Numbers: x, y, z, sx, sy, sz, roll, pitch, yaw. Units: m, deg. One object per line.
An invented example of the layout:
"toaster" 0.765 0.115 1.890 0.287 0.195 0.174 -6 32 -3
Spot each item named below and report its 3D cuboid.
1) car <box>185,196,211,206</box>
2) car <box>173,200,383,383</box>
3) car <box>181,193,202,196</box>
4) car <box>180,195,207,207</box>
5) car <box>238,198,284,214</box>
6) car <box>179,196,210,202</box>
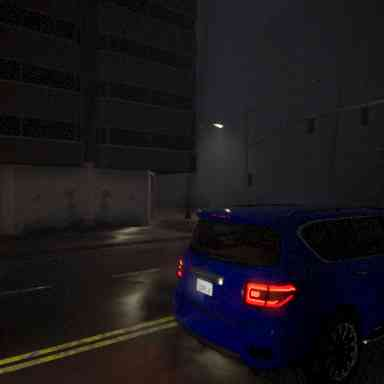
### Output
"car" 1.029 1.478 57.832 1.882 1.535 5.008 0 0 -36
"car" 2.348 1.221 5.483 5.566 2.045 2.150 0 0 -35
"car" 0.339 1.223 46.609 2.150 2.045 5.566 0 0 -36
"car" 0.188 1.352 53.043 2.097 1.767 4.553 0 0 -36
"car" 7.533 1.493 36.744 2.128 1.511 4.902 0 0 -36
"car" 0.044 1.548 41.066 2.033 1.411 5.357 0 0 -36
